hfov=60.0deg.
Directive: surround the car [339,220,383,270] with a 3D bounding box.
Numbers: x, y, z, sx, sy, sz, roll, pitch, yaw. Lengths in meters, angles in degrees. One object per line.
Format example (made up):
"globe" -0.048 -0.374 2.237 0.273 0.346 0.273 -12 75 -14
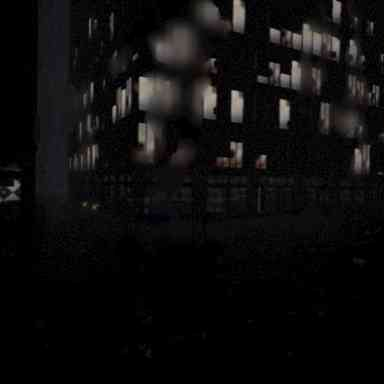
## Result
"car" 6.258 1.444 9.694 4.313 1.339 1.947 0 2 -29
